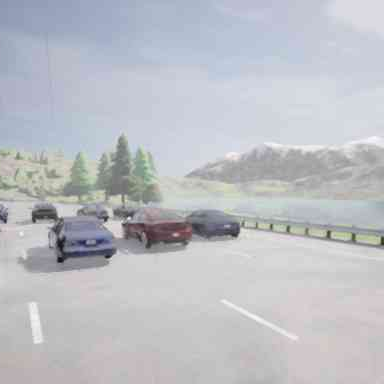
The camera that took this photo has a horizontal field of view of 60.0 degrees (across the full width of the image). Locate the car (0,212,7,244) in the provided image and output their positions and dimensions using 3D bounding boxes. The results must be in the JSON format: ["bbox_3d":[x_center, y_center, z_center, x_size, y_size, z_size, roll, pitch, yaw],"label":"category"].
[{"bbox_3d":[-7.383,1.622,10.869,2.033,1.411,5.357,0,0,-28],"label":"car"}]

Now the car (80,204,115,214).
[{"bbox_3d":[-8.267,1.694,27.428,2.033,1.411,5.357,0,0,-28],"label":"car"}]

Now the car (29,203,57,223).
[{"bbox_3d":[-12.355,1.670,27.700,1.837,1.490,4.892,0,0,-28],"label":"car"}]

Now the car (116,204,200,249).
[{"bbox_3d":[-1.776,1.547,15.258,1.882,1.535,5.008,0,0,-28],"label":"car"}]

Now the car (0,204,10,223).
[{"bbox_3d":[-15.755,1.699,26.651,1.812,1.442,4.674,0,0,-28],"label":"car"}]

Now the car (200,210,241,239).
[{"bbox_3d":[0.783,1.635,17.923,1.994,1.385,4.181,0,0,-27],"label":"car"}]

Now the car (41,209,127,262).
[{"bbox_3d":[-4.293,1.616,12.514,2.033,1.411,5.357,0,0,-28],"label":"car"}]

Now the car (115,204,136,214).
[{"bbox_3d":[-5.879,1.749,30.419,1.895,1.301,4.718,0,0,-28],"label":"car"}]
